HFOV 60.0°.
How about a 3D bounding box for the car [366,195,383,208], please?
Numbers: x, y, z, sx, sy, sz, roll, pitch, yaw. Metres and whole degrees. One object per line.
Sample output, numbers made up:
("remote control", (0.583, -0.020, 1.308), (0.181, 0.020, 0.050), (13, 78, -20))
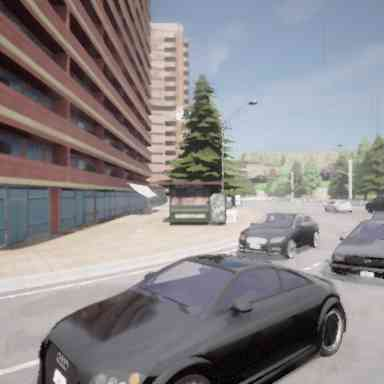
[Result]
("car", (20.658, 1.349, 35.236), (2.150, 2.045, 5.566), (0, -1, 3))

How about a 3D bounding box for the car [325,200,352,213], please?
("car", (17.306, 1.703, 39.419), (1.812, 1.442, 4.674), (0, 0, 2))

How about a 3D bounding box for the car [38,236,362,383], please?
("car", (0.278, 1.597, 4.423), (4.181, 1.385, 1.994), (0, -1, -40))

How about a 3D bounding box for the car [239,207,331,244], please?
("car", (3.595, 1.565, 13.145), (2.128, 1.511, 4.902), (-1, 0, 37))

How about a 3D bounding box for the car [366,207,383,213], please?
("car", (8.486, 1.578, 14.184), (1.812, 1.442, 4.674), (-1, 0, 31))

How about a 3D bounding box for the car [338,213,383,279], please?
("car", (5.805, 1.587, 10.106), (2.033, 1.411, 5.357), (-1, -1, 37))
